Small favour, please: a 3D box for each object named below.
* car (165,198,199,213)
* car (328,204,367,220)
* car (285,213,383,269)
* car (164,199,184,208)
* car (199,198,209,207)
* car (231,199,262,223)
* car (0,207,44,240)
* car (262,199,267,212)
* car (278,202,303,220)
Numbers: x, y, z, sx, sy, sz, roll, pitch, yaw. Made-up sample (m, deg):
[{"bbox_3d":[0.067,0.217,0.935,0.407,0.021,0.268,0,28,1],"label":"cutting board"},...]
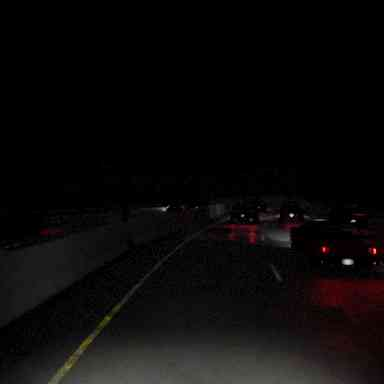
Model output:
[{"bbox_3d":[-1.140,1.458,34.100,2.097,1.767,4.553,0,0,15],"label":"car"},{"bbox_3d":[10.645,1.579,22.981,1.837,1.490,4.892,0,0,14],"label":"car"},{"bbox_3d":[4.592,1.631,11.332,1.895,1.301,4.718,0,0,8],"label":"car"},{"bbox_3d":[-2.907,1.814,54.542,1.895,1.301,4.718,0,0,15],"label":"car"},{"bbox_3d":[1.636,1.790,57.909,2.033,1.411,5.357,0,0,16],"label":"car"},{"bbox_3d":[4.242,1.557,26.155,1.882,1.535,5.008,0,0,14],"label":"car"},{"bbox_3d":[-9.058,1.500,15.615,1.882,1.535,5.008,0,0,10],"label":"car"},{"bbox_3d":[8.340,1.651,41.726,2.128,1.511,4.902,0,0,15],"label":"car"},{"bbox_3d":[8.506,1.601,28.666,1.837,1.490,4.892,0,0,15],"label":"car"}]
